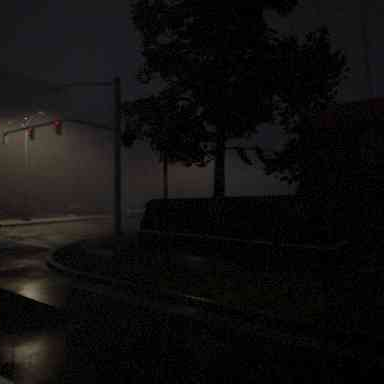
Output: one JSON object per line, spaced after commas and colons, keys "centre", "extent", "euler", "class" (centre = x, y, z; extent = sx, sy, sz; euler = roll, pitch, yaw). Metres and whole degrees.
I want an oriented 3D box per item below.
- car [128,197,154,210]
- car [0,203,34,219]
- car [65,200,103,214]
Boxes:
{"centre": [-6.804, 1.552, 46.771], "extent": [2.097, 1.767, 4.553], "euler": [0, 0, 36], "class": "car"}
{"centre": [-17.527, 1.766, 31.994], "extent": [1.994, 1.385, 4.181], "euler": [0, 0, 36], "class": "car"}
{"centre": [-12.535, 1.725, 38.875], "extent": [1.812, 1.442, 4.674], "euler": [-1, 0, 36], "class": "car"}
